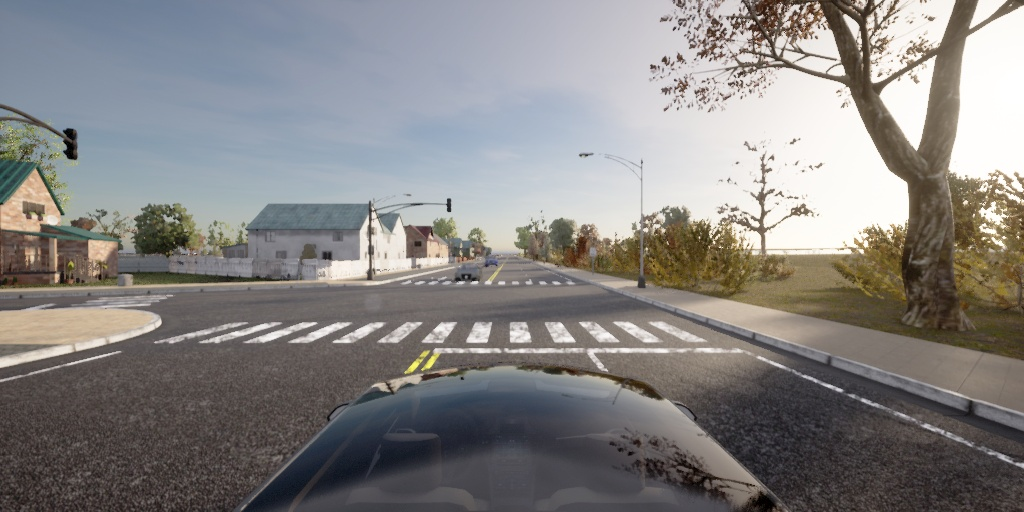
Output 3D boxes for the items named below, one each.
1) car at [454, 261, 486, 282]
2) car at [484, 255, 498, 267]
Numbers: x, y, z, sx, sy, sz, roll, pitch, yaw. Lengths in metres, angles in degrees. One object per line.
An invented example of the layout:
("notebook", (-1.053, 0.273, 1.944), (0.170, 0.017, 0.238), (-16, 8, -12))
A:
("car", (-3.382, 1.339, 28.495), (1.994, 1.385, 4.181), (0, 1, 0))
("car", (-3.553, 0.932, 62.157), (2.150, 2.045, 5.566), (0, 0, 0))
